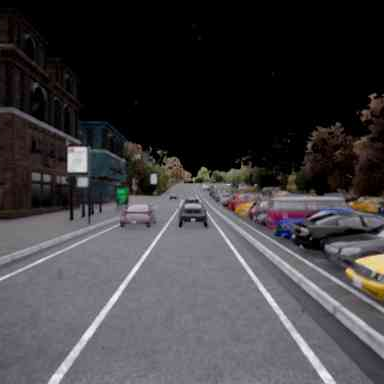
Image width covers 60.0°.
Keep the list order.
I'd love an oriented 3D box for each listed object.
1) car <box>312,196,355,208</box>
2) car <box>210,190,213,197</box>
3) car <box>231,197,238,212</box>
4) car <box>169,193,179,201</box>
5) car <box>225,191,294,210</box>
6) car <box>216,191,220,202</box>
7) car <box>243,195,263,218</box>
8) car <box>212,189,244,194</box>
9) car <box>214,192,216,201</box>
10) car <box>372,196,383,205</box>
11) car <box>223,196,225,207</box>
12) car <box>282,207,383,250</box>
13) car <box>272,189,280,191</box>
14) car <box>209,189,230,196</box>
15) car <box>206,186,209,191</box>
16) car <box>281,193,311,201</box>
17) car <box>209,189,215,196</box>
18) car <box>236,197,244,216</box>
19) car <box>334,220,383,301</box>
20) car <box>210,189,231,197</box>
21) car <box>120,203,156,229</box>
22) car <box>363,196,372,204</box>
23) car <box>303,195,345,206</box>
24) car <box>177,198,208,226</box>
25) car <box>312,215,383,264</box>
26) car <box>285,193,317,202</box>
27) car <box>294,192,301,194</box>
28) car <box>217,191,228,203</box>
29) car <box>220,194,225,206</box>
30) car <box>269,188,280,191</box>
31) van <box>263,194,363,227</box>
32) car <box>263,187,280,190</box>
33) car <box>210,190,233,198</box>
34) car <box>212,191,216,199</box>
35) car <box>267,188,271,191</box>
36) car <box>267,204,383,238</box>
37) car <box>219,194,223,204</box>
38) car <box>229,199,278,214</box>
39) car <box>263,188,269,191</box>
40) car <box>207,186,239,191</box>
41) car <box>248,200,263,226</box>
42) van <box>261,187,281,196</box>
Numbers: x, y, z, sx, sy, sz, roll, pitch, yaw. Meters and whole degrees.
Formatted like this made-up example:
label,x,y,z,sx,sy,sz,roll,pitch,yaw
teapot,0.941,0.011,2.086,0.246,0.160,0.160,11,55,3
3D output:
label,x,y,z,sx,sy,sz,roll,pitch,yaw
car,19.454,1.314,45.860,5.008,1.535,2.097,0,1,0
car,6.414,0.843,65.247,4.792,1.488,2.163,0,2,0
car,6.299,1.438,29.022,5.008,1.535,2.097,0,0,0
car,-3.460,0.902,64.114,2.033,1.411,5.357,0,2,0
car,6.343,1.178,31.805,5.566,2.045,2.435,0,0,0
car,6.421,1.092,51.304,4.553,1.767,2.185,0,1,0
car,6.252,1.331,23.581,4.553,1.767,2.185,0,0,0
car,6.390,0.875,59.663,4.553,1.767,2.185,0,2,0
car,6.429,1.183,54.094,4.792,1.488,2.163,0,1,0
car,19.356,1.187,29.010,5.566,2.045,2.435,0,0,0
car,6.307,1.436,37.375,4.792,1.488,2.163,0,0,0
car,6.235,1.490,12.323,5.008,1.535,2.097,0,0,0
car,19.719,0.697,68.029,5.366,1.575,1.946,0,3,0
car,6.525,0.193,79.160,4.792,1.488,2.163,0,3,0
car,6.477,0.046,81.940,4.792,1.488,2.163,0,3,0
car,19.507,0.904,62.587,5.008,1.535,2.097,0,2,0
car,6.447,0.704,68.022,4.892,1.521,2.231,0,2,0
car,6.479,1.445,26.239,5.366,1.575,1.946,0,0,0
car,6.034,1.501,6.756,5.366,1.575,1.946,0,0,0
car,6.517,0.185,76.369,4.553,1.767,2.185,0,3,0
car,-3.377,1.467,21.526,1.812,1.442,4.674,0,0,0
car,19.580,1.426,31.795,5.366,1.575,1.946,0,0,0
car,19.274,1.265,48.649,5.366,1.575,1.946,0,1,0
car,0.068,1.444,22.981,1.837,1.490,4.892,0,1,0
car,6.233,1.537,9.539,4.674,1.452,2.002,0,0,0
car,19.497,0.995,59.798,5.008,1.535,2.097,0,2,0
car,19.485,1.080,56.881,4.892,1.521,2.231,0,2,0
car,6.410,1.146,48.524,4.553,1.767,2.185,0,1,0
car,6.342,1.385,40.161,5.008,1.535,2.097,0,0,0
car,19.730,0.575,70.822,5.366,1.575,1.946,0,3,0
van,6.379,1.248,17.888,4.442,1.987,1.878,0,0,0
car,19.579,0.194,79.303,4.674,1.452,2.002,0,3,0
car,6.469,0.450,73.600,5.008,1.535,2.097,0,3,0
car,6.382,1.110,56.881,4.792,1.488,2.163,0,2,0
car,19.583,0.477,73.613,4.792,1.488,2.163,0,3,0
car,6.257,1.482,15.106,5.008,1.535,2.097,0,0,0
car,6.352,1.355,42.951,5.008,1.535,2.097,0,1,0
car,6.323,1.461,34.589,4.674,1.452,2.002,0,0,0
car,19.569,0.341,76.522,4.674,1.452,2.002,0,3,0
car,6.493,0.330,70.798,5.566,2.045,2.435,0,3,0
car,6.279,1.467,20.673,4.892,1.521,2.231,0,0,0
van,19.460,-0.212,81.960,4.442,1.987,1.878,-1,3,0
